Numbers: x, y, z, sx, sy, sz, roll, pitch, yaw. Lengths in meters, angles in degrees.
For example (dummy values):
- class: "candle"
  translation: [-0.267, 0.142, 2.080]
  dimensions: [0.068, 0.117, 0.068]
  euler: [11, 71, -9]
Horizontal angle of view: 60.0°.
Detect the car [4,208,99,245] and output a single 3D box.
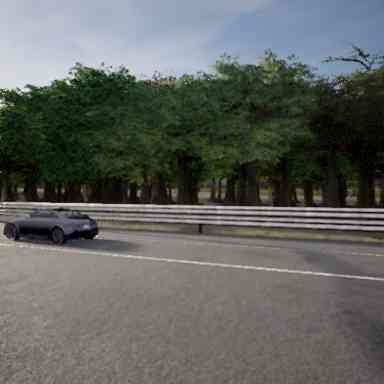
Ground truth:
- class: "car"
  translation: [-6.148, 1.402, 14.522]
  dimensions: [4.181, 1.385, 1.994]
  euler: [0, 0, 25]
